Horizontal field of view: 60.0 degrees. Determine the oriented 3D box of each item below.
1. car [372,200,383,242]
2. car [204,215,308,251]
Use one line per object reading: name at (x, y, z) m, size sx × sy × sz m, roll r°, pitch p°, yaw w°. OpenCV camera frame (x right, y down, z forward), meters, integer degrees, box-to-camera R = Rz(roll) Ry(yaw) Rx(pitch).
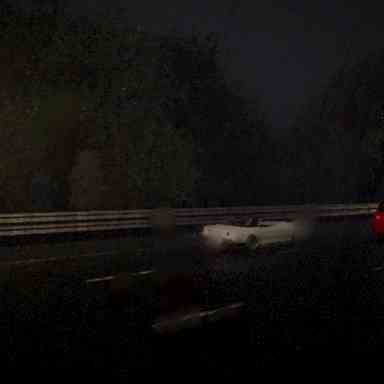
car at (10.718, 1.331, 15.687) m, size 5.566 × 2.045 × 2.150 m, roll 0°, pitch 0°, yaw -35°
car at (2.904, 1.663, 14.416) m, size 4.718 × 1.301 × 1.895 m, roll 0°, pitch 0°, yaw -35°
